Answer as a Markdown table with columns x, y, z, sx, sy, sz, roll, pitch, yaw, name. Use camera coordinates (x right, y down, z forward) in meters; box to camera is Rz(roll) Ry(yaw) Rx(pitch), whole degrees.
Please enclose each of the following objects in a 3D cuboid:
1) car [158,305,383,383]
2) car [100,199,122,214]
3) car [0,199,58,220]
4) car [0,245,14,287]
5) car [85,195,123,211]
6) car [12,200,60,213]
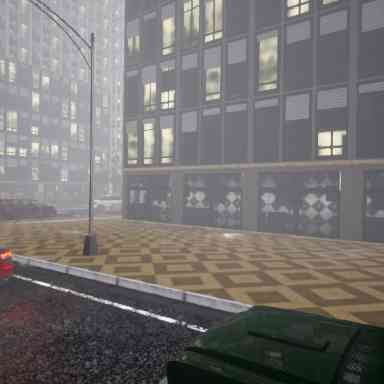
| x | y | z | sx | sy | sz | roll | pitch | yaw | name |
| --- | --- | --- | --- | --- | --- | --- | --- | --- | --- |
| 2.035 | 1.601 | 2.235 | 4.718 | 1.301 | 1.895 | 0 | 0 | 35 | car |
| -8.042 | 1.830 | 39.153 | 1.752 | 1.417 | 4.829 | 1 | 0 | 36 | car |
| -14.819 | 1.520 | 29.926 | 2.192 | 1.841 | 5.009 | 1 | 0 | 36 | car |
| -6.076 | 1.521 | 7.983 | 4.674 | 1.442 | 1.812 | 0 | 0 | 35 | car |
| -11.469 | 1.453 | 44.243 | 2.150 | 2.045 | 5.566 | 1 | 0 | 36 | car |
| -18.338 | 1.643 | 39.293 | 1.752 | 1.417 | 4.829 | 1 | 0 | 36 | car |
